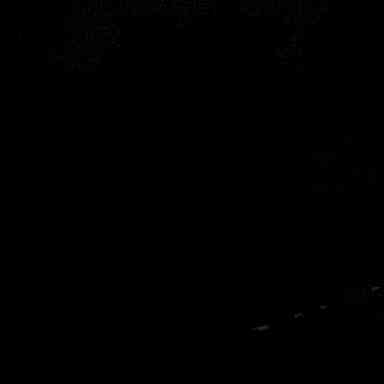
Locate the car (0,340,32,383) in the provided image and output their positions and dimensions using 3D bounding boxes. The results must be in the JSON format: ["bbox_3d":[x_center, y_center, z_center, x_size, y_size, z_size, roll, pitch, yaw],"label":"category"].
[{"bbox_3d":[-3.053,1.509,0.896,4.892,1.490,1.837,0,0,-35],"label":"car"}]
